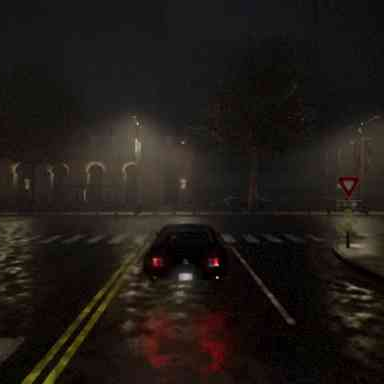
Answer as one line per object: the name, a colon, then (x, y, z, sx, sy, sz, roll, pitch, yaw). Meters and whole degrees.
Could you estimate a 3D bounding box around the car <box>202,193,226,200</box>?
car: (4.458, 0.951, 68.007, 4.718, 1.301, 1.895, 0, 0, 0)

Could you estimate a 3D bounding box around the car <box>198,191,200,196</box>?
car: (3.601, 0.380, 86.500, 5.566, 2.045, 2.435, 0, 0, 0)

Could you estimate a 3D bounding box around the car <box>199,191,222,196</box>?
car: (4.057, 0.988, 56.405, 4.786, 1.482, 2.161, 0, 0, 0)

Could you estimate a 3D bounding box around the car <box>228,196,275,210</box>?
car: (6.428, 1.317, 37.184, 4.718, 1.301, 1.895, 0, 0, 0)

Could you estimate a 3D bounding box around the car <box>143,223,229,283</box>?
car: (-0.107, 1.530, 9.419, 1.895, 1.301, 4.718, 0, 0, 1)
